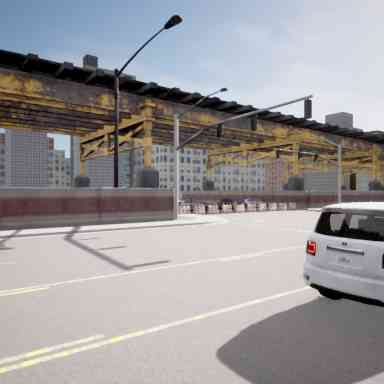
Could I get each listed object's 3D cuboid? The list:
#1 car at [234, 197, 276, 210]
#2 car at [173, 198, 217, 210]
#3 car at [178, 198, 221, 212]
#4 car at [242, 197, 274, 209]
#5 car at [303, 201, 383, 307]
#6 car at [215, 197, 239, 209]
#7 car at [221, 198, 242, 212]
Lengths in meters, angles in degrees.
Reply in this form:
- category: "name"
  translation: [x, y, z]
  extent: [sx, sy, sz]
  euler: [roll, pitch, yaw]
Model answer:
- category: "car"
  translation: [8.085, 1.453, 43.000]
  extent: [4.974, 1.542, 2.038]
  euler: [0, 0, -7]
- category: "car"
  translation: [0.363, 1.295, 36.580]
  extent: [4.536, 1.218, 1.853]
  euler: [0, 0, 8]
- category: "car"
  translation: [0.414, 1.453, 36.573]
  extent: [4.974, 1.542, 2.038]
  euler: [0, 0, 8]
- category: "car"
  translation: [8.033, 1.295, 42.993]
  extent: [4.536, 1.218, 1.853]
  euler: [0, 0, -7]
- category: "car"
  translation: [4.766, 1.221, 7.157]
  extent: [5.566, 2.045, 2.150]
  euler: [0, 0, -35]
- category: "car"
  translation: [4.181, 1.295, 39.299]
  extent: [1.853, 1.218, 4.536]
  euler: [0, 0, 18]
- category: "car"
  translation: [4.166, 1.453, 39.249]
  extent: [2.038, 1.542, 4.974]
  euler: [0, 0, 18]
